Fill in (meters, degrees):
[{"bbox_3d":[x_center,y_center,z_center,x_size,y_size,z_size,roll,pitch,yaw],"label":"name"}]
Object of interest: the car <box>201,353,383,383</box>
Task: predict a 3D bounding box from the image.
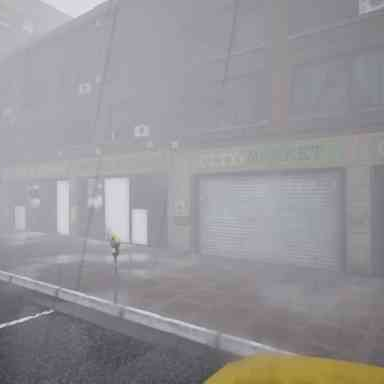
[{"bbox_3d":[1.980,1.525,1.470,4.829,1.417,1.752,0,0,36],"label":"car"}]
